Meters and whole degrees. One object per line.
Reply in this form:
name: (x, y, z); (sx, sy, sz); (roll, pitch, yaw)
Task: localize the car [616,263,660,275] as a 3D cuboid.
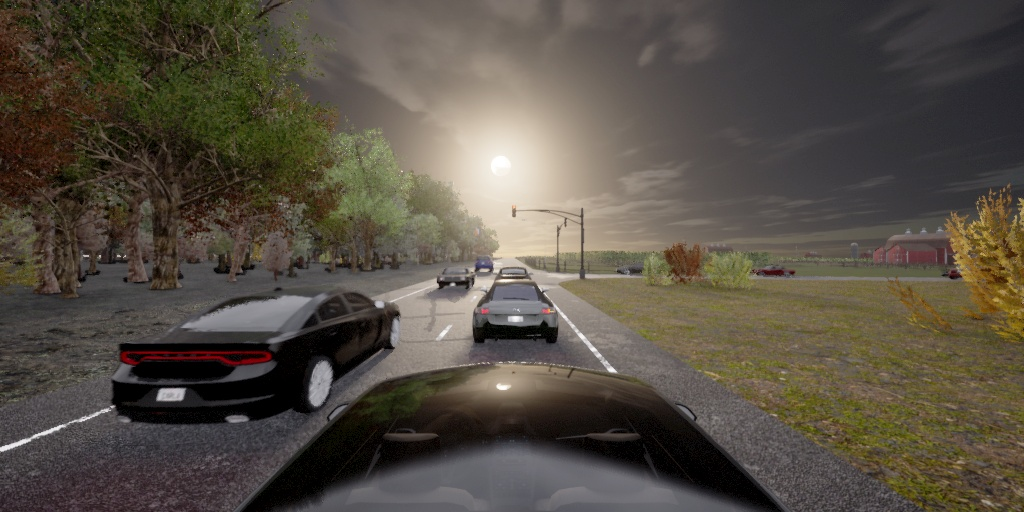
car: (14.457, 1.473, 41.221); (4.892, 1.490, 1.837); (1, -1, 2)

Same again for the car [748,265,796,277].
car: (29.443, 1.730, 41.040); (4.718, 1.301, 1.895); (1, -1, 0)

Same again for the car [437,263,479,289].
car: (-3.457, 1.355, 23.052); (1.895, 1.301, 4.718); (0, 0, 0)

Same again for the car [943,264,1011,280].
car: (48.806, 1.633, 37.413); (4.553, 1.767, 2.097); (1, -1, 0)

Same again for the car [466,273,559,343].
car: (0.076, 1.316, 9.665); (1.994, 1.385, 4.181); (0, 0, 0)

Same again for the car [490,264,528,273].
car: (0.059, 1.259, 18.565); (1.837, 1.490, 4.892); (0, 0, 0)

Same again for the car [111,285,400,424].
car: (-3.410, 1.228, 6.054); (1.882, 1.535, 5.008); (0, 0, 0)

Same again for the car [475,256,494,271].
car: (-3.523, 0.979, 46.282); (2.150, 2.045, 5.566); (0, 0, 0)
